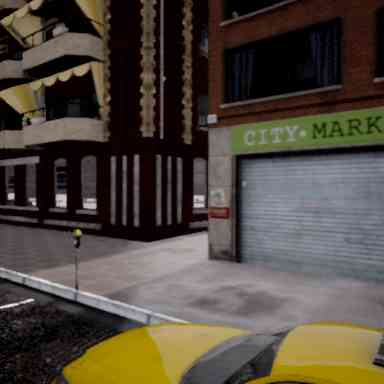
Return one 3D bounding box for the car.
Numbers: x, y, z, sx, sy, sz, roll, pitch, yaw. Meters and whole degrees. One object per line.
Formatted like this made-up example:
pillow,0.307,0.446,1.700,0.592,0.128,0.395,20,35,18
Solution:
car,0.977,1.523,2.180,4.829,1.417,1.752,1,0,36
